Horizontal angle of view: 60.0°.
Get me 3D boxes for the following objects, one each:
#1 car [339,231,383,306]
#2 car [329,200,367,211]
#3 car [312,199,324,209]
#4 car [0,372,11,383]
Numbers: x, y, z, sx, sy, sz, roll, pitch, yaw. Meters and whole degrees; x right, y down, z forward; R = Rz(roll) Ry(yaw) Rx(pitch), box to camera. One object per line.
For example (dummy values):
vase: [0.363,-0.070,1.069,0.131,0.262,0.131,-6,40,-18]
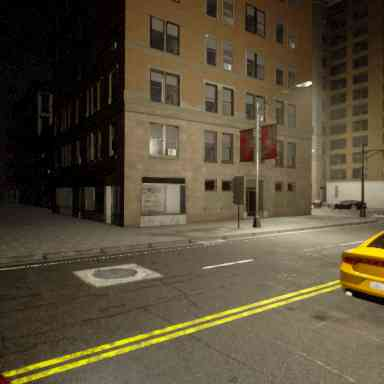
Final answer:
car: [5.223,1.478,7.184,5.008,1.535,1.882,0,0,-35]
car: [18.854,1.596,40.319,1.947,1.339,4.313,0,0,-35]
car: [15.578,1.582,44.937,2.008,1.369,4.403,0,0,-35]
car: [-3.206,1.526,1.148,4.674,1.442,1.812,0,0,-36]
